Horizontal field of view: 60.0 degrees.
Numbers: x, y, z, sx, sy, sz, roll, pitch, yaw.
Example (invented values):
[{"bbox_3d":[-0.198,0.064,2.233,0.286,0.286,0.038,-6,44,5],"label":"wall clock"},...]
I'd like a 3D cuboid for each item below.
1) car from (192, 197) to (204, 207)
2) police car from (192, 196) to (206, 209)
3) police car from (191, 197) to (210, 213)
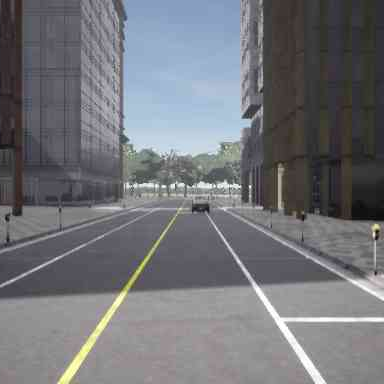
[{"bbox_3d":[0.900,1.573,52.158,1.812,1.442,4.674,0,0,0],"label":"car"},{"bbox_3d":[0.900,1.459,46.268,1.930,1.638,5.238,0,0,0],"label":"police car"},{"bbox_3d":[0.900,1.445,36.268,1.930,1.638,5.238,0,0,0],"label":"police car"}]
